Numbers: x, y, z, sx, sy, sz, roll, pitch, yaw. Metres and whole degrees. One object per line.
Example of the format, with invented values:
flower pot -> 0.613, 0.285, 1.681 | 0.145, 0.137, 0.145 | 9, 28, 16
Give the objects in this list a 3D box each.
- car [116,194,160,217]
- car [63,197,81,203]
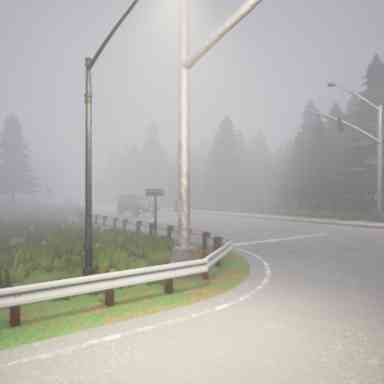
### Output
car -> -5.177, 1.178, 31.229 | 2.150, 2.045, 5.566 | 0, 0, -36
car -> -17.841, 1.472, 49.271 | 1.837, 1.490, 4.892 | 0, 0, -34
